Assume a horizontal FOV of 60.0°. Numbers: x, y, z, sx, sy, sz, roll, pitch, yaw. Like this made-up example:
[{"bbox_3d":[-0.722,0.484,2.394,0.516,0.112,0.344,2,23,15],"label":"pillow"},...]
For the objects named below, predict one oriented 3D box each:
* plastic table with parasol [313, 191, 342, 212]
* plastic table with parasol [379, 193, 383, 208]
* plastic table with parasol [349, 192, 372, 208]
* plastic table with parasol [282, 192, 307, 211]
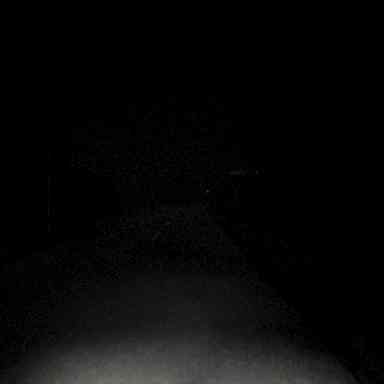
[{"bbox_3d":[17.826,1.264,43.735,2.482,2.480,2.482,-4,-1,-39],"label":"plastic table with parasol"},{"bbox_3d":[32.318,1.437,54.128,2.482,2.480,2.482,0,1,-40],"label":"plastic table with parasol"},{"bbox_3d":[28.234,1.378,55.804,2.482,2.480,2.482,1,-3,-38],"label":"plastic table with parasol"},{"bbox_3d":[14.613,1.346,47.480,2.482,2.480,2.482,-3,2,-42],"label":"plastic table with parasol"}]
